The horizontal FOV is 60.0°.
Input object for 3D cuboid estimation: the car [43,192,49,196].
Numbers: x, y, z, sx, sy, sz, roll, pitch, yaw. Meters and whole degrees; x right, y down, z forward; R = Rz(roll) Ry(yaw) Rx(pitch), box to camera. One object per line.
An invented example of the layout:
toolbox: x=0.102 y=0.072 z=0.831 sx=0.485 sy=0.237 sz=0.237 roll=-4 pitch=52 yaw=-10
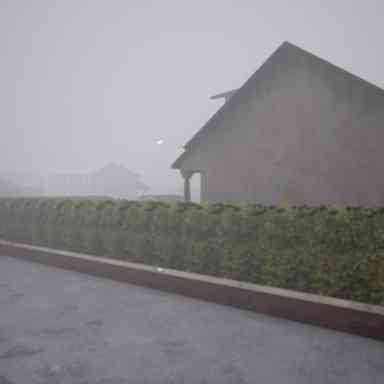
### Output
car: x=-29.815 y=0.974 z=67.529 sx=3.866 sy=1.878 sz=1.905 roll=0 pitch=0 yaw=36
